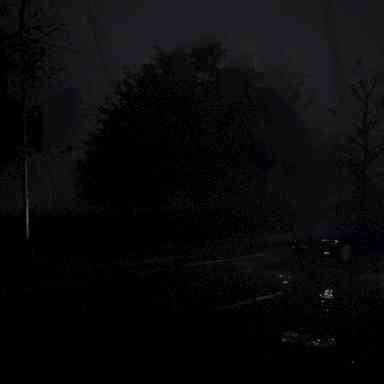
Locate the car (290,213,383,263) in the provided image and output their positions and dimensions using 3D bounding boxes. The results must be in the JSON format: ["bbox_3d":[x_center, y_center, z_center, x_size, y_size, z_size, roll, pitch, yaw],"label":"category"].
[{"bbox_3d":[5.747,1.555,12.387,5.008,1.535,1.882,1,0,-35],"label":"car"}]
